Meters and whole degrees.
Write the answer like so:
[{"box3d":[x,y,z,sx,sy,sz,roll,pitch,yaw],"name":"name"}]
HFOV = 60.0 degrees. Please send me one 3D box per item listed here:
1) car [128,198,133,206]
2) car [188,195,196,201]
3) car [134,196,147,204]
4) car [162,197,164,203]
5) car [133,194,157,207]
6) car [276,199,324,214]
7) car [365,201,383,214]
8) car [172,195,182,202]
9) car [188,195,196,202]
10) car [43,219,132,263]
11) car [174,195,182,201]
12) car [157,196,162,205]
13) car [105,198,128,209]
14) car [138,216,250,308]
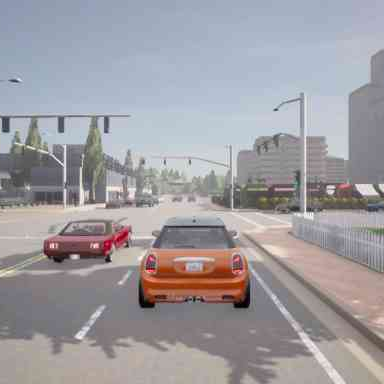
[{"box3d":[-10.632,1.657,55.289,1.895,1.301,4.718,0,0,0],"name":"car"},{"box3d":[-0.075,1.487,87.693,2.128,1.511,4.902,0,0,0],"name":"car"},{"box3d":[-10.560,1.634,68.677,1.994,1.385,4.181,0,0,0],"name":"car"},{"box3d":[-7.061,1.597,71.287,1.812,1.442,4.674,0,0,0],"name":"car"},{"box3d":[-7.139,1.274,51.140,2.150,2.045,5.566,0,0,1],"name":"car"},{"box3d":[11.242,1.527,34.747,4.902,1.511,2.128,0,0,-2],"name":"car"},{"box3d":[20.886,1.514,34.993,5.008,1.535,1.882,0,0,-2],"name":"car"},{"box3d":[-3.566,1.592,77.734,1.812,1.442,4.674,0,0,0],"name":"car"},{"box3d":[-0.066,1.610,77.418,2.033,1.411,5.357,0,0,0],"name":"car"},{"box3d":[-3.426,1.613,11.975,1.895,1.301,4.718,0,0,0],"name":"car"},{"box3d":[-3.575,1.514,87.688,1.994,1.385,4.181,0,0,0],"name":"car"},{"box3d":[-7.122,1.626,60.906,1.994,1.385,4.181,0,0,0],"name":"car"},{"box3d":[-10.637,1.611,46.312,1.994,1.385,4.181,0,0,0],"name":"car"},{"box3d":[0.057,1.360,8.082,2.097,1.767,4.553,0,0,0],"name":"car"}]
